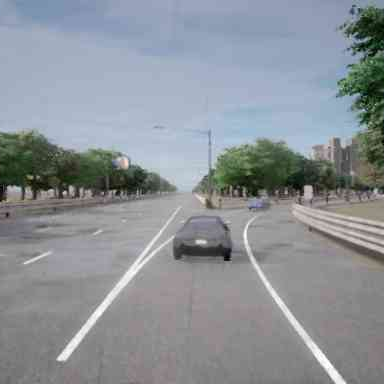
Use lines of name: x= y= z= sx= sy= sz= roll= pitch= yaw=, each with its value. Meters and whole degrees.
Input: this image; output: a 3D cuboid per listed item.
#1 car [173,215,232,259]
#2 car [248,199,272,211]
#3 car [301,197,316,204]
car: x=0.499 y=1.563 z=12.589 sx=1.994 sy=1.385 sz=4.181 roll=0 pitch=0 yaw=6
car: x=8.460 y=1.530 z=41.277 sx=2.033 sy=1.411 sz=5.357 roll=0 pitch=0 yaw=26
car: x=20.942 y=1.510 z=60.166 sx=1.994 sy=1.385 sz=4.181 roll=0 pitch=0 yaw=41
